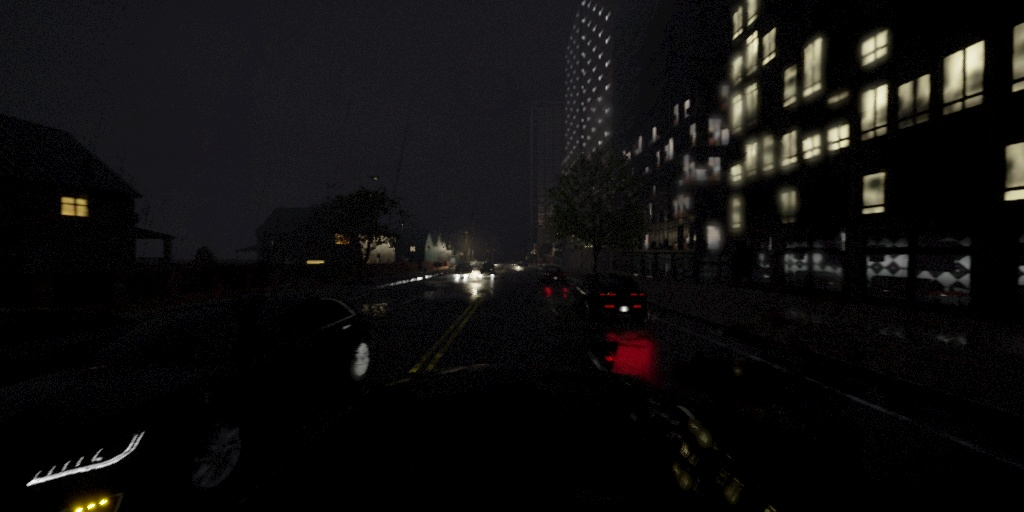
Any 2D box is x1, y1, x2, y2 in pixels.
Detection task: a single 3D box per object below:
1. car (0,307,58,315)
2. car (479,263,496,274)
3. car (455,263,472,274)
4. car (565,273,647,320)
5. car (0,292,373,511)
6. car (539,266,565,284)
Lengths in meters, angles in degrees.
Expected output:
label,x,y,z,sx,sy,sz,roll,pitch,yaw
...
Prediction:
label,x,y,z,sx,sy,sz,roll,pitch,yaw
car,-6.600,1.335,4.216,1.994,1.385,4.181,0,0,0
car,-3.315,1.705,48.877,1.837,1.490,4.892,0,-1,0
car,-6.564,1.693,49.055,2.128,1.511,4.902,0,-1,0
car,3.349,1.355,13.127,1.837,1.490,4.892,0,-1,0
car,-3.350,1.279,4.468,1.837,1.490,4.892,0,-1,0
car,3.348,1.533,29.827,1.812,1.442,4.674,0,-1,0
